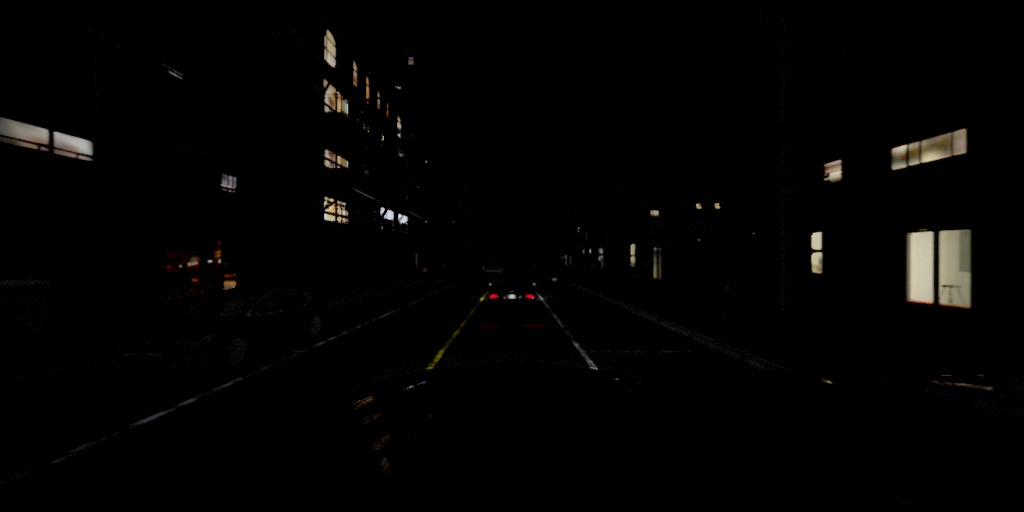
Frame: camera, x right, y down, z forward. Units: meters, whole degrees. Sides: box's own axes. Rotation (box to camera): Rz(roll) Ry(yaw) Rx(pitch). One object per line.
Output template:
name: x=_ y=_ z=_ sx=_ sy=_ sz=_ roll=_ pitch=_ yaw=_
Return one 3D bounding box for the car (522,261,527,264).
car: x=2.682 y=1.714 z=47.576 sx=1.751 sy=1.417 sz=4.829 roll=0 pitch=0 yaw=0

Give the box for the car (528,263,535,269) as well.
car: x=2.684 y=1.576 z=30.375 sx=2.007 sy=1.370 sz=4.403 roll=0 pitch=0 yaw=0

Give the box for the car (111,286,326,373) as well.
car: x=-5.693 y=1.358 z=7.693 sx=2.007 sy=1.370 sz=4.403 roll=0 pitch=0 yaw=0

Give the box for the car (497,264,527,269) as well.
car: x=0.019 y=1.588 z=30.157 sx=1.994 sy=1.385 sz=4.181 roll=0 pitch=0 yaw=1

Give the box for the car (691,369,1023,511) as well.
car: x=2.689 y=1.335 z=1.989 sx=1.802 sy=1.307 sz=4.207 roll=0 pitch=0 yaw=0

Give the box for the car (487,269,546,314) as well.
car: x=0.008 y=1.419 z=14.360 sx=2.033 sy=1.411 sz=5.357 roll=0 pitch=-1 yaw=0

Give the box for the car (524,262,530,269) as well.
car: x=2.683 y=1.679 z=41.729 sx=1.888 sy=1.381 sz=4.507 roll=0 pitch=0 yaw=0

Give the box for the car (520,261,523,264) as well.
car: x=2.679 y=1.864 z=58.761 sx=1.948 sy=1.339 sz=4.313 roll=0 pitch=0 yaw=0

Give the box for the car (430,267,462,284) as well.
car: x=-5.697 y=1.591 z=30.402 sx=1.948 sy=1.339 sz=4.313 roll=0 pitch=0 yaw=0

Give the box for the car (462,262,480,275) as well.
car: x=-5.700 y=1.771 z=47.434 sx=1.802 sy=1.307 sz=4.207 roll=0 pitch=0 yaw=0

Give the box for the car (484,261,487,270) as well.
car: x=-5.701 y=1.738 z=58.788 sx=1.967 sy=1.591 sz=4.097 roll=0 pitch=0 yaw=0

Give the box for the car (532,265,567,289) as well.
car: x=2.685 y=1.536 z=24.698 sx=1.948 sy=1.339 sz=4.313 roll=0 pitch=0 yaw=0

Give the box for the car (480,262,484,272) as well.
car: x=-5.700 y=1.809 z=53.112 sx=1.948 sy=1.339 sz=4.313 roll=0 pitch=0 yaw=0
